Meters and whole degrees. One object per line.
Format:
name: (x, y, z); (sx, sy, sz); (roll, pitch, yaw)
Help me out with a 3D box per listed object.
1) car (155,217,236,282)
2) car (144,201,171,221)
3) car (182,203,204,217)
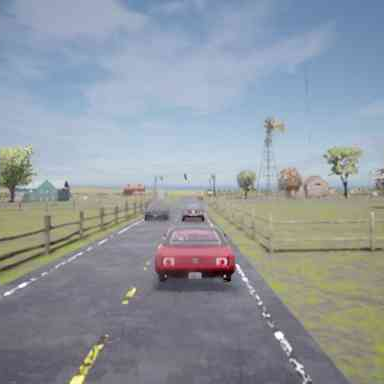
car: (0.085, 1.636, 9.854); (1.895, 1.301, 4.718); (0, 0, 0)
car: (-2.845, 1.582, 28.206); (1.882, 1.535, 5.008); (0, 0, 0)
car: (0.101, 1.654, 28.820); (2.033, 1.411, 5.357); (0, 0, 0)
